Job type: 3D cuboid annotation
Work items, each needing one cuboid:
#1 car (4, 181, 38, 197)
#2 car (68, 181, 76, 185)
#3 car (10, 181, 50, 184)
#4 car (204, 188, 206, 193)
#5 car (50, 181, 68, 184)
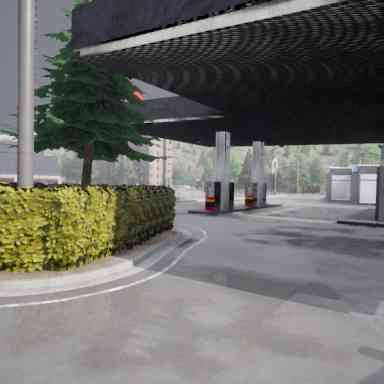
[{"bbox_3d":[-21.810,-0.466,42.415,4.605,1.855,1.932,2,2,35],"label":"car"},{"bbox_3d":[-25.510,-1.285,68.052,4.605,1.855,1.932,2,2,35],"label":"car"},{"bbox_3d":[-17.271,-0.180,35.203,3.866,1.878,1.905,2,2,35],"label":"car"},{"bbox_3d":[4.818,-0.317,65.614,5.027,1.636,2.152,2,2,35],"label":"car"},{"bbox_3d":[-26.845,-1.259,65.439,3.866,1.878,1.905,2,2,35],"label":"car"}]
